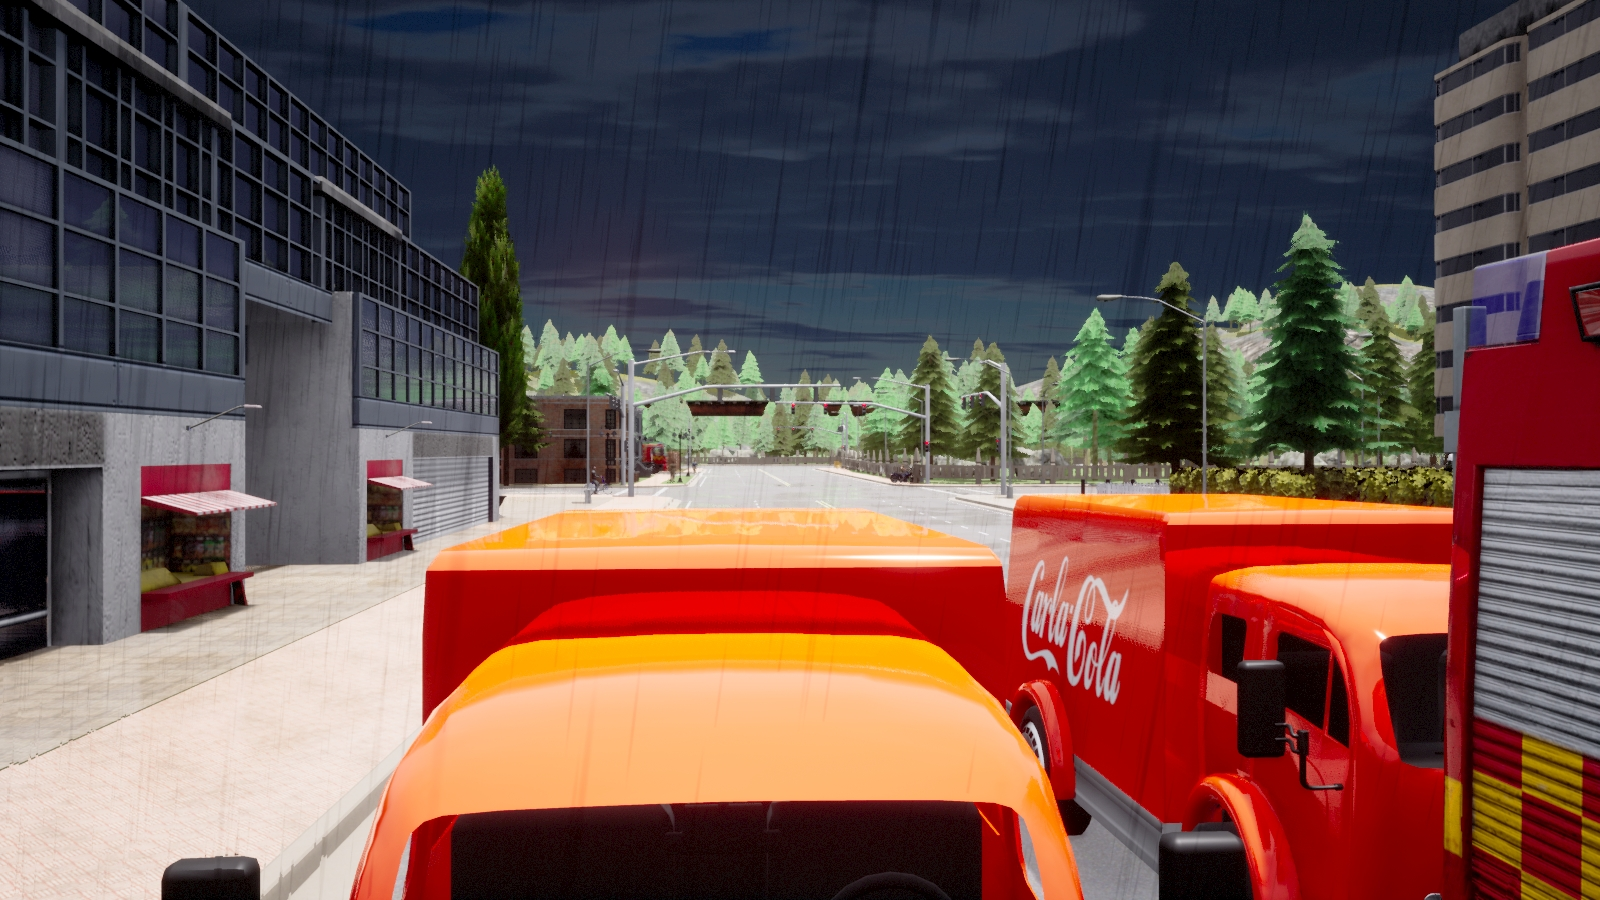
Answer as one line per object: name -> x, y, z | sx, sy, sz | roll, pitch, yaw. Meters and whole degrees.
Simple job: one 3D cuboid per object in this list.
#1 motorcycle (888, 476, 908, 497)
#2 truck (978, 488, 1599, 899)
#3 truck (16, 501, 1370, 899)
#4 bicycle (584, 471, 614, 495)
motorcycle -> 5.944, 2.205, 69.519 | 0.867, 1.251, 2.209 | 0, 0, -4
truck -> 3.003, 1.568, 7.234 | 2.627, 2.467, 5.204 | 0, 0, -4
truck -> -0.347, 1.568, 4.821 | 2.627, 2.467, 5.204 | 0, 0, -4
bicycle -> -12.531, 2.060, 71.198 | 1.835, 1.471, 0.329 | 0, 0, -11
